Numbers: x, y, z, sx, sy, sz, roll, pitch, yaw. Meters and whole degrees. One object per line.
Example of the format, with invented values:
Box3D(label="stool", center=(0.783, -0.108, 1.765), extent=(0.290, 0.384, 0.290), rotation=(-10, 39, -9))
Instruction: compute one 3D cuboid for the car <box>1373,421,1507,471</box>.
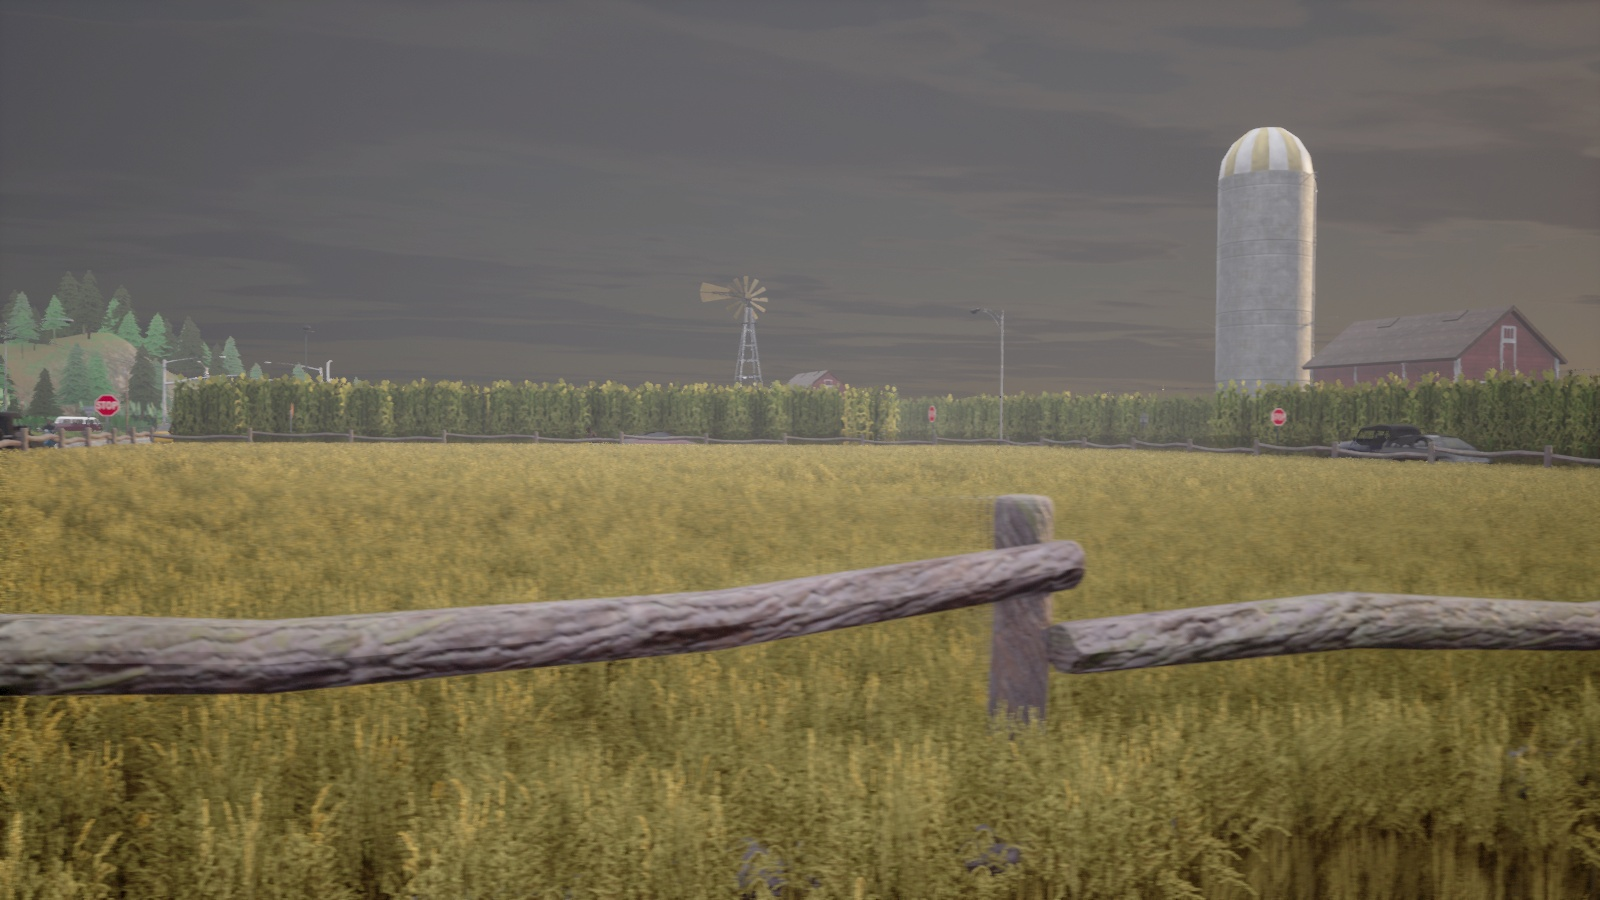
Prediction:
Box3D(label="car", center=(20.769, -0.166, 40.916), extent=(1.789, 1.549, 3.705), rotation=(-1, 1, -17))

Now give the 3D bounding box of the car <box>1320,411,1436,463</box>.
Box3D(label="car", center=(21.897, -0.510, 47.720), extent=(1.905, 1.878, 3.866), rotation=(-1, 1, -17))

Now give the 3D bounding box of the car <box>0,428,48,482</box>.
Box3D(label="car", center=(-29.009, 0.165, 45.764), extent=(1.905, 1.878, 3.866), rotation=(-1, 1, -18))

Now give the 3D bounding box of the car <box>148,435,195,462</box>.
Box3D(label="car", center=(-39.753, -0.124, 79.557), extent=(1.801, 1.575, 5.366), rotation=(-1, 1, -18))

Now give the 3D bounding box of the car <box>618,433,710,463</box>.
Box3D(label="car", center=(-6.728, -0.096, 62.077), extent=(4.181, 1.385, 1.994), rotation=(-1, 1, -17))
